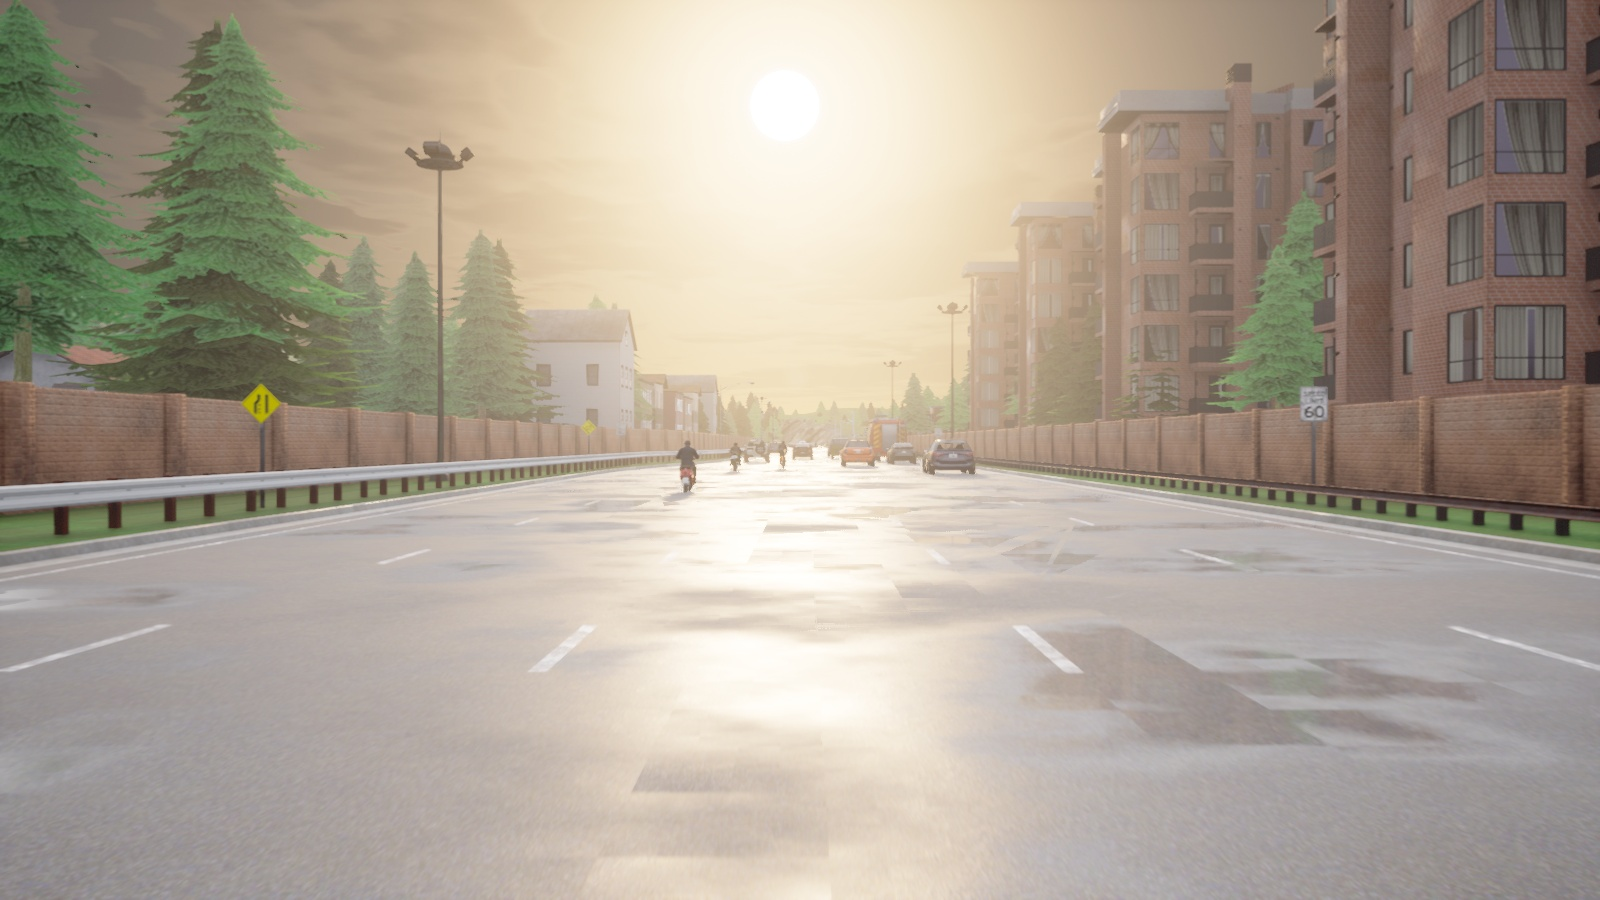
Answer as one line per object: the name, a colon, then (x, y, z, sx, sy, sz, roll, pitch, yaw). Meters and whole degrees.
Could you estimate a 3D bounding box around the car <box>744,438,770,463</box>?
car: (-3.332, 0.009, 97.881, 1.932, 1.855, 4.605, -1, 0, -1)

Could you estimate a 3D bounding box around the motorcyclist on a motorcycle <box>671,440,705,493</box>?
motorcyclist on a motorcycle: (-3.401, 0.481, 38.272, 0.866, 1.590, 1.817, 0, 0, 0)

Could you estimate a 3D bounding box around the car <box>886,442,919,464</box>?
car: (7.210, 0.198, 88.936, 2.007, 1.525, 4.514, 0, 0, 0)

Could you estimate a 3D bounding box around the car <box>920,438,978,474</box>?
car: (7.147, 0.255, 60.600, 2.242, 1.667, 4.611, 0, 0, 0)

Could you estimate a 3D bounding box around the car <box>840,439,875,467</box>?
car: (3.693, 0.150, 81.258, 2.097, 1.767, 4.553, 0, 0, 0)
